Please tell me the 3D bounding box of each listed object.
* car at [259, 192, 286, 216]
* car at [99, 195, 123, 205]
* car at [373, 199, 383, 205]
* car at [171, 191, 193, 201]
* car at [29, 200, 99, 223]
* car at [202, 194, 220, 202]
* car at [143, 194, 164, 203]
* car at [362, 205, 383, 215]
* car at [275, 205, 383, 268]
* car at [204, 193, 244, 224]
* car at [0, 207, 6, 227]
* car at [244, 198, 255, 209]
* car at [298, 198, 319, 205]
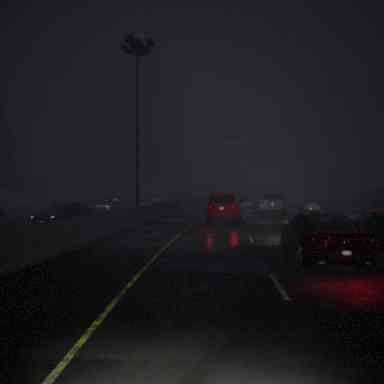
[{"bbox_3d":[7.237,1.052,29.983,2.150,2.045,5.566,0,0,13],"label":"car"},{"bbox_3d":[-12.429,1.174,50.850,1.837,1.490,4.892,0,1,19],"label":"car"},{"bbox_3d":[12.661,1.243,21.410,2.097,1.767,4.553,0,0,9],"label":"car"},{"bbox_3d":[-1.760,0.858,59.332,2.150,2.045,5.566,0,1,23],"label":"car"},{"bbox_3d":[-8.668,1.395,22.608,2.033,1.411,5.357,0,0,9],"label":"car"},{"bbox_3d":[3.604,1.187,63.021,1.994,1.385,4.181,0,0,24],"label":"car"},{"bbox_3d":[-6.508,1.122,56.884,1.882,1.535,5.008,0,0,22],"label":"car"},{"bbox_3d":[7.948,1.478,13.529,2.033,1.411,5.357,0,0,6],"label":"car"},{"bbox_3d":[4.240,1.417,11.112,1.882,1.535,5.008,0,0,5],"label":"car"},{"bbox_3d":[2.341,1.084,23.444,2.150,2.045,5.566,0,1,10],"label":"car"},{"bbox_3d":[-12.716,1.217,18.595,2.097,1.767,4.553,0,0,8],"label":"car"},{"bbox_3d":[6.719,1.362,41.297,1.895,1.301,4.718,0,0,17],"label":"car"},{"bbox_3d":[11.681,1.344,33.260,1.812,1.442,4.674,0,0,15],"label":"car"}]
